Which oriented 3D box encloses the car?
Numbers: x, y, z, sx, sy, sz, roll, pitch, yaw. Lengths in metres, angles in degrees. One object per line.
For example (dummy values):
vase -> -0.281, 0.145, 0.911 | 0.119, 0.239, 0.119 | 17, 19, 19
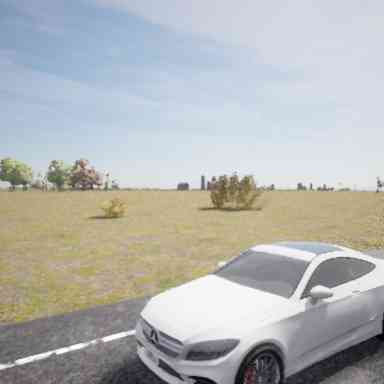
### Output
car -> 1.464, 1.529, 4.987 | 4.674, 1.442, 1.812 | 0, 0, -35
